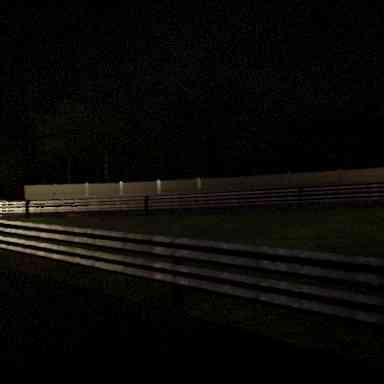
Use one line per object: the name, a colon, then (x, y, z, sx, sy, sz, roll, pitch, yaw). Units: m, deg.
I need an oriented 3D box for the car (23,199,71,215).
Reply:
car: (-14.171, 1.475, 32.568, 4.892, 1.490, 1.837, -2, -1, 16)
